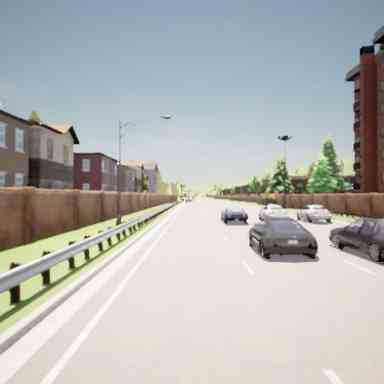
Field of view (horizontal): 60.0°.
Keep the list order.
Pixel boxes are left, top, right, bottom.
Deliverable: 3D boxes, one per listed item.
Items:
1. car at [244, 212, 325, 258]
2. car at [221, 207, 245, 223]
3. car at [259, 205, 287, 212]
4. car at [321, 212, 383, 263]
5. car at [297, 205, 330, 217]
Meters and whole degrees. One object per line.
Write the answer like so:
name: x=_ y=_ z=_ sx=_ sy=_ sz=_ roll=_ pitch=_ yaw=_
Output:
car: x=3.510 y=1.720 z=13.493 sx=1.994 sy=1.385 sz=4.181 roll=0 pitch=-1 yaw=1
car: x=3.508 y=1.925 z=28.219 sx=1.895 sy=1.301 sz=4.718 roll=0 pitch=-1 yaw=0
car: x=7.014 y=1.857 z=28.859 sx=1.812 sy=1.442 sz=4.674 roll=0 pitch=0 yaw=0
car: x=7.004 y=1.692 z=12.474 sx=2.033 sy=1.411 sz=5.357 roll=0 pitch=-1 yaw=0
car: x=10.514 y=1.857 z=28.860 sx=1.812 sy=1.442 sz=4.674 roll=0 pitch=0 yaw=0
